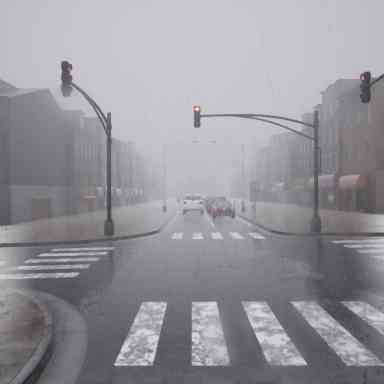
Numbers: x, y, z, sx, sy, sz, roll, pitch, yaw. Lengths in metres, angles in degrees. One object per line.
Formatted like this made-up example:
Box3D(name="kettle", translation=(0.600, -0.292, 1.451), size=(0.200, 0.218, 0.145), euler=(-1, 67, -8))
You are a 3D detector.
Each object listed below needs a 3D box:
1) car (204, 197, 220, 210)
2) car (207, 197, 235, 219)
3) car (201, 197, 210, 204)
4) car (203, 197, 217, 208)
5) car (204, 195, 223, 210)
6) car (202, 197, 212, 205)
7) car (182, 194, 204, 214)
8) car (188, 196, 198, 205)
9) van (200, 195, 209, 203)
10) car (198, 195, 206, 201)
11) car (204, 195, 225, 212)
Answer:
Box3D(name="car", translation=(2.704, 1.514, 45.898), size=(1.967, 1.590, 4.097), euler=(-1, 0, 0))
Box3D(name="car", translation=(2.678, 1.473, 29.691), size=(1.967, 1.590, 4.097), euler=(-1, 0, 0))
Box3D(name="car", translation=(2.741, 1.675, 67.677), size=(1.752, 1.417, 4.829), euler=(-1, 0, 0))
Box3D(name="car", translation=(2.713, 1.530, 51.301), size=(1.967, 1.590, 4.097), euler=(-1, 0, 0))
Box3D(name="car", translation=(2.686, 1.360, 35.094), size=(2.192, 1.841, 5.009), euler=(-1, 0, 0))
Box3D(name="car", translation=(2.732, 1.654, 62.275), size=(1.752, 1.417, 4.829), euler=(-1, 0, 0))
Box3D(name="car", translation=(0.130, 1.270, 36.689), size=(2.150, 2.045, 5.566), euler=(0, 0, 1))
Box3D(name="car", translation=(0.209, 1.648, 65.607), size=(1.837, 1.490, 4.892), euler=(0, 0, 0))
Box3D(name="van", translation=(2.747, 1.512, 72.911), size=(1.690, 1.788, 3.998), euler=(-1, 0, 0))
Box3D(name="car", translation=(2.784, 1.711, 94.520), size=(1.967, 1.590, 4.097), euler=(-1, 0, 0))
Box3D(name="car", translation=(2.694, 1.373, 40.496), size=(2.192, 1.841, 5.009), euler=(-1, 0, 0))
